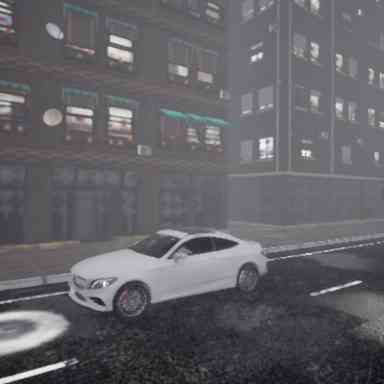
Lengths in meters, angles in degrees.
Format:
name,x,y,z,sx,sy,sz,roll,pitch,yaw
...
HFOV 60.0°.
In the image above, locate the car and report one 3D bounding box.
name,x,y,z,sx,sy,sz,roll,pitch,yaw
car,-0.291,1.569,7.471,4.674,1.442,1.812,1,-1,-35
